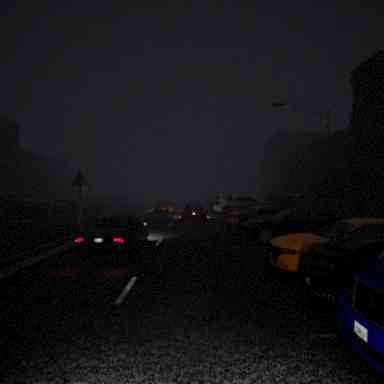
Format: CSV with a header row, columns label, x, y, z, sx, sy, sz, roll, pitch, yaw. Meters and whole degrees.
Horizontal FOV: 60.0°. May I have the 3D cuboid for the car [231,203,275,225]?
label,x,y,z,sx,sy,sz,roll,pitch,yaw
car,4.752,1.506,17.676,4.792,1.488,2.163,0,0,0

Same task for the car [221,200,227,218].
label,x,y,z,sx,sy,sz,roll,pitch,yaw
car,4.711,1.505,23.234,4.792,1.488,2.163,0,0,0

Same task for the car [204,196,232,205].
label,x,y,z,sx,sy,sz,roll,pitch,yaw
car,4.863,1.561,62.266,5.008,1.535,2.097,0,0,0

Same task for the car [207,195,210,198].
label,x,y,z,sx,sy,sz,roll,pitch,yaw
car,4.837,1.532,45.591,4.792,1.488,2.163,0,0,0

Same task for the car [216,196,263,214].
label,x,y,z,sx,sy,sz,roll,pitch,yaw
car,4.806,1.355,34.385,4.553,1.767,2.185,0,0,0

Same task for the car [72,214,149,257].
label,x,y,z,sx,sy,sz,roll,pitch,yaw
car,-2.895,1.546,12.824,2.033,1.411,5.357,0,0,0

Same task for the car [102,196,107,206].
label,x,y,z,sx,sy,sz,roll,pitch,yaw
car,-15.526,1.533,48.962,4.792,1.488,2.163,0,0,0

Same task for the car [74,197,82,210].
label,x,y,z,sx,sy,sz,roll,pitch,yaw
car,-15.591,1.511,37.930,4.792,1.488,2.163,0,0,0

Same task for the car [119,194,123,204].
label,x,y,z,sx,sy,sz,roll,pitch,yaw
car,-15.538,1.546,59.992,5.008,1.535,2.097,0,0,0

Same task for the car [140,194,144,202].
label,x,y,z,sx,sy,sz,roll,pitch,yaw
car,-15.334,1.682,82.047,5.366,1.575,1.946,0,0,0

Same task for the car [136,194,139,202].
label,x,y,z,sx,sy,sz,roll,pitch,yaw
car,-15.520,1.641,76.535,5.008,1.535,2.097,0,0,0

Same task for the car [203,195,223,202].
label,x,y,z,sx,sy,sz,roll,pitch,yaw
car,4.876,1.526,78.938,4.553,1.767,2.185,0,0,0

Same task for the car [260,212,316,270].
label,x,y,z,sx,sy,sz,roll,pitch,yaw
car,4.714,1.480,9.346,5.008,1.535,2.097,0,0,0

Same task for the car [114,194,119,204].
label,x,y,z,sx,sy,sz,roll,pitch,yaw
car,-15.515,1.409,57.235,4.553,1.767,2.185,0,0,0

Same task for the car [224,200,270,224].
label,x,y,z,sx,sy,sz,roll,pitch,yaw
car,4.917,1.473,20.454,5.366,1.575,1.946,0,0,0

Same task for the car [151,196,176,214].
label,x,y,z,sx,sy,sz,roll,pitch,yaw
car,-2.832,1.480,35.575,1.882,1.535,5.008,0,0,0

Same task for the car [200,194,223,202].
label,x,y,z,sx,sy,sz,roll,pitch,yaw
car,4.896,1.452,84.492,5.566,2.045,2.435,0,-1,0

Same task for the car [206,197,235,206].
label,x,y,z,sx,sy,sz,roll,pitch,yaw
car,4.870,1.567,56.708,4.792,1.488,2.163,0,0,0

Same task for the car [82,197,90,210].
label,x,y,z,sx,sy,sz,roll,pitch,yaw
car,-15.749,1.482,40.686,5.366,1.575,1.946,0,0,0

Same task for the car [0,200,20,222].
label,x,y,z,sx,sy,sz,roll,pitch,yaw
car,-15.552,1.521,24.145,4.674,1.452,2.002,0,0,0

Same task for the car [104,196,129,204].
label,x,y,z,sx,sy,sz,roll,pitch,yaw
car,-15.532,1.631,68.263,4.674,1.452,2.002,0,0,0

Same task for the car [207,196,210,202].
label,x,y,z,sx,sy,sz,roll,pitch,yaw
car,4.806,1.496,42.811,4.892,1.521,2.231,0,0,0

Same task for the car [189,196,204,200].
label,x,y,z,sx,sy,sz,roll,pitch,yaw
car,0.189,1.579,42.916,1.994,1.385,4.181,0,0,0

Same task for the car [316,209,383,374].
label,x,y,z,sx,sy,sz,roll,pitch,yaw
car,4.681,1.229,3.787,5.566,2.045,2.435,0,0,0

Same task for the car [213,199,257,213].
label,x,y,z,sx,sy,sz,roll,pitch,yaw
car,4.780,1.525,37.255,4.674,1.452,2.002,0,0,0

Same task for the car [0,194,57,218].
label,x,y,z,sx,sy,sz,roll,pitch,yaw
car,-15.526,1.226,29.659,5.566,2.045,2.435,0,0,0

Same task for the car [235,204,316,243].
label,x,y,z,sx,sy,sz,roll,pitch,yaw
car,4.721,1.478,15.021,5.008,1.535,2.097,0,0,0

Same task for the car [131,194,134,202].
label,x,y,z,sx,sy,sz,roll,pitch,yaw
car,-15.561,1.637,71.020,4.792,1.488,2.163,0,0,0

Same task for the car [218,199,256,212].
label,x,y,z,sx,sy,sz,roll,pitch,yaw
car,4.720,1.504,26.012,4.792,1.488,2.163,0,0,0

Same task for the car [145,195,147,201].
label,x,y,z,sx,sy,sz,roll,pitch,yaw
car,-15.485,1.503,87.560,5.566,2.045,2.435,0,-1,0

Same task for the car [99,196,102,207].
label,x,y,z,sx,sy,sz,roll,pitch,yaw
car,-15.529,1.526,46.207,4.792,1.488,2.163,0,0,0

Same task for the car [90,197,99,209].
label,x,y,z,sx,sy,sz,roll,pitch,yaw
car,-15.376,1.488,43.449,5.366,1.575,1.946,0,0,0

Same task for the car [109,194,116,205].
label,x,y,z,sx,sy,sz,roll,pitch,yaw
car,-15.579,1.552,54.478,4.792,1.488,2.163,0,0,0

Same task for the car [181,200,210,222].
label,x,y,z,sx,sy,sz,roll,pitch,yaw
car,0.140,1.560,26.361,1.994,1.385,4.181,0,0,0

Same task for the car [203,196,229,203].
label,x,y,z,sx,sy,sz,roll,pitch,yaw
car,5.068,1.599,70.476,5.366,1.575,1.946,0,0,0

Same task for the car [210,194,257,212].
label,x,y,z,sx,sy,sz,roll,pitch,yaw
car,4.794,1.226,31.572,5.566,2.045,2.435,0,0,0

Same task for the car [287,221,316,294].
label,x,y,z,sx,sy,sz,roll,pitch,yaw
car,4.703,1.481,6.566,4.892,1.521,2.231,0,0,0

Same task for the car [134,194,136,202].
label,x,y,z,sx,sy,sz,roll,pitch,yaw
car,-15.560,1.498,73.778,4.553,1.767,2.185,0,0,0

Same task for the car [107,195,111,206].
label,x,y,z,sx,sy,sz,roll,pitch,yaw
car,-15.550,1.553,51.684,4.674,1.452,2.002,0,0,0

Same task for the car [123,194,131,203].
label,x,y,z,sx,sy,sz,roll,pitch,yaw
car,-15.566,1.324,65.507,5.566,2.045,2.435,0,0,0

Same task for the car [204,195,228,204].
label,x,y,z,sx,sy,sz,roll,pitch,yaw
car,4.847,1.463,67.816,4.553,1.767,2.185,0,0,0

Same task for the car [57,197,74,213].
label,x,y,z,sx,sy,sz,roll,pitch,yaw
car,-15.744,1.476,35.171,5.366,1.575,1.946,0,0,0

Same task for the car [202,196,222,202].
label,x,y,z,sx,sy,sz,roll,pitch,yaw
car,4.914,1.714,81.714,4.674,1.452,2.002,0,0,0

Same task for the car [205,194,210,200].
label,x,y,z,sx,sy,sz,roll,pitch,yaw
car,4.830,1.519,51.024,4.892,1.521,2.231,0,0,0
